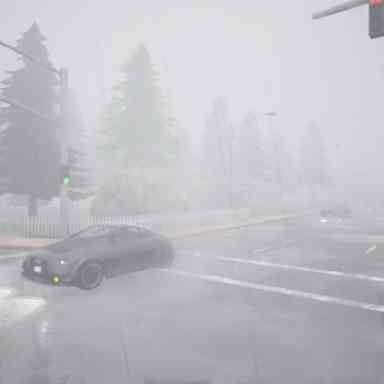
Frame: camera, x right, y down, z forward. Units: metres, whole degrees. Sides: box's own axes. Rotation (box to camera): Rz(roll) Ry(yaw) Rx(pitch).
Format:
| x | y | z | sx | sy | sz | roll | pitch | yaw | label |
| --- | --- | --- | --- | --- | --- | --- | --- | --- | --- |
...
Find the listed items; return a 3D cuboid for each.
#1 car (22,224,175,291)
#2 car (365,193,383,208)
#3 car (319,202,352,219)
| x | y | z | sx | sy | sz | roll | pitch | yaw | label |
| --- | --- | --- | --- | --- | --- | --- | --- | --- | --- |
| -2.349 | 1.596 | 9.216 | 1.994 | 1.385 | 4.181 | 0 | -1 | 36 | car |
| 27.640 | 1.235 | 49.962 | 2.150 | 2.045 | 5.566 | 0 | 0 | 36 | car |
| 13.259 | 1.625 | 30.423 | 2.033 | 1.411 | 5.357 | 0 | 0 | 36 | car |
